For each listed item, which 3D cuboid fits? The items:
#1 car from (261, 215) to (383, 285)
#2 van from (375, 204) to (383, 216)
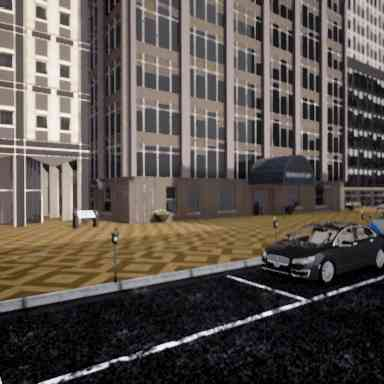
[{"bbox_3d":[3.826,1.528,9.315,4.403,1.369,2.008,0,0,-36],"label":"car"},{"bbox_3d":[8.314,1.303,12.531,3.998,1.788,1.690,0,0,-36],"label":"van"}]
